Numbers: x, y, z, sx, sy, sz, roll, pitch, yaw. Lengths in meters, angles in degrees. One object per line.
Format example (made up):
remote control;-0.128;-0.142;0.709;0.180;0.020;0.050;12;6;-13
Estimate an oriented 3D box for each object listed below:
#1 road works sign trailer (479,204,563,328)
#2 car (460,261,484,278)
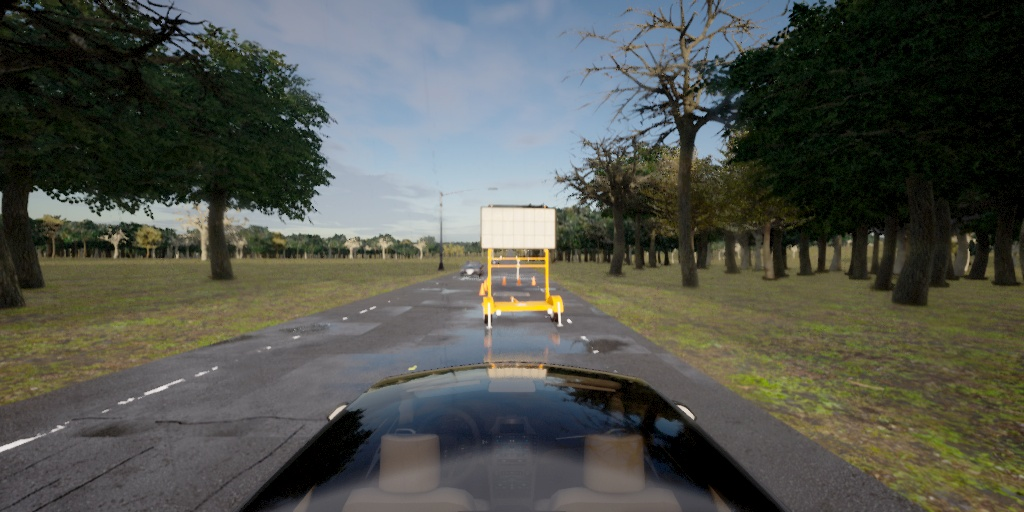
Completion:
road works sign trailer;0.180;0.196;11.370;2.380;3.560;2.880;0;0;-8
car;-3.646;1.201;33.415;2.128;1.511;4.902;0;0;0
